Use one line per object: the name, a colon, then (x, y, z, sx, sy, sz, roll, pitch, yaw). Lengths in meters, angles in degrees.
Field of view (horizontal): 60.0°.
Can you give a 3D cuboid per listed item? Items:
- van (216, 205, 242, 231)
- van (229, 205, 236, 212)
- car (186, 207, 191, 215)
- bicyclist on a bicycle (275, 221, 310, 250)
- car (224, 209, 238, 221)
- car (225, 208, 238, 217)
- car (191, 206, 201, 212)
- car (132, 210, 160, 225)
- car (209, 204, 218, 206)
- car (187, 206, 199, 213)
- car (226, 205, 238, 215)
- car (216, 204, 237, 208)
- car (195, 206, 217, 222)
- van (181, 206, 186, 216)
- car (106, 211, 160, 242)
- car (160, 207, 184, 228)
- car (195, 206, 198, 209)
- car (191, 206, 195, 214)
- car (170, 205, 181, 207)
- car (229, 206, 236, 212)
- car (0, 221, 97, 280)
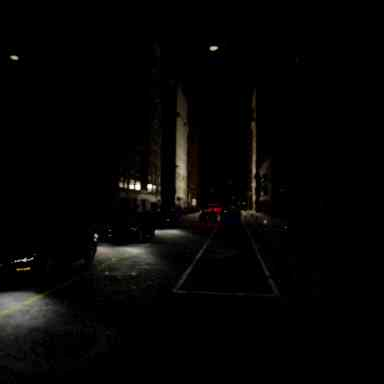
van: (3.131, 2.217, 27.458, 1.690, 1.788, 3.998, 1, -2, 7)
van: (10.127, 4.118, 83.727, 1.690, 1.788, 3.998, 1, -2, 7)
car: (-1.836, 3.351, 56.643, 1.802, 1.307, 4.206, 1, -2, 7)
bicyclist on a bicycle: (4.554, 1.787, 14.923, 1.656, 1.620, 0.582, 0, -2, 7)
car: (5.224, 3.027, 44.331, 1.802, 1.307, 4.206, 1, -2, 7)
car: (6.624, 3.392, 55.585, 1.947, 1.339, 4.313, 1, -2, 7)
car: (0.963, 4.075, 79.150, 1.887, 1.381, 4.507, 1, -2, 7)
car: (-4.634, 2.590, 34.138, 1.802, 1.307, 4.206, 1, -2, 7)
car: (3.742, 2.943, 53.279, 2.150, 2.045, 5.566, 0, -2, 7)
car: (0.263, 3.906, 73.524, 1.947, 1.339, 4.313, 1, -2, 7)
car: (8.028, 3.523, 66.847, 2.192, 1.841, 5.009, 1, -2, 7)
car: (3.831, 2.380, 33.086, 2.192, 1.841, 5.009, 1, -2, 7)
car: (1.954, 2.722, 38.880, 2.128, 1.511, 4.902, 0, -2, 7)
van: (-2.530, 2.920, 51.025, 1.690, 1.788, 3.998, 1, -2, 7)
car: (-3.582, 2.050, 20.305, 1.882, 1.535, 5.008, 0, -2, 7)
car: (-2.328, 2.386, 30.296, 1.882, 1.535, 5.008, 0, -2, 7)
car: (-0.436, 3.716, 67.897, 1.947, 1.339, 4.313, 1, -2, 7)
car: (-1.136, 3.511, 62.271, 2.008, 1.369, 4.403, 1, -2, 7)
car: (-3.232, 2.828, 45.395, 1.967, 1.590, 4.097, 1, -2, 7)
car: (10.844, 4.497, 89.517, 1.752, 1.417, 4.829, 1, -2, 7)
car: (-4.744, 1.763, 10.955, 1.837, 1.490, 4.892, 0, -2, 7)
